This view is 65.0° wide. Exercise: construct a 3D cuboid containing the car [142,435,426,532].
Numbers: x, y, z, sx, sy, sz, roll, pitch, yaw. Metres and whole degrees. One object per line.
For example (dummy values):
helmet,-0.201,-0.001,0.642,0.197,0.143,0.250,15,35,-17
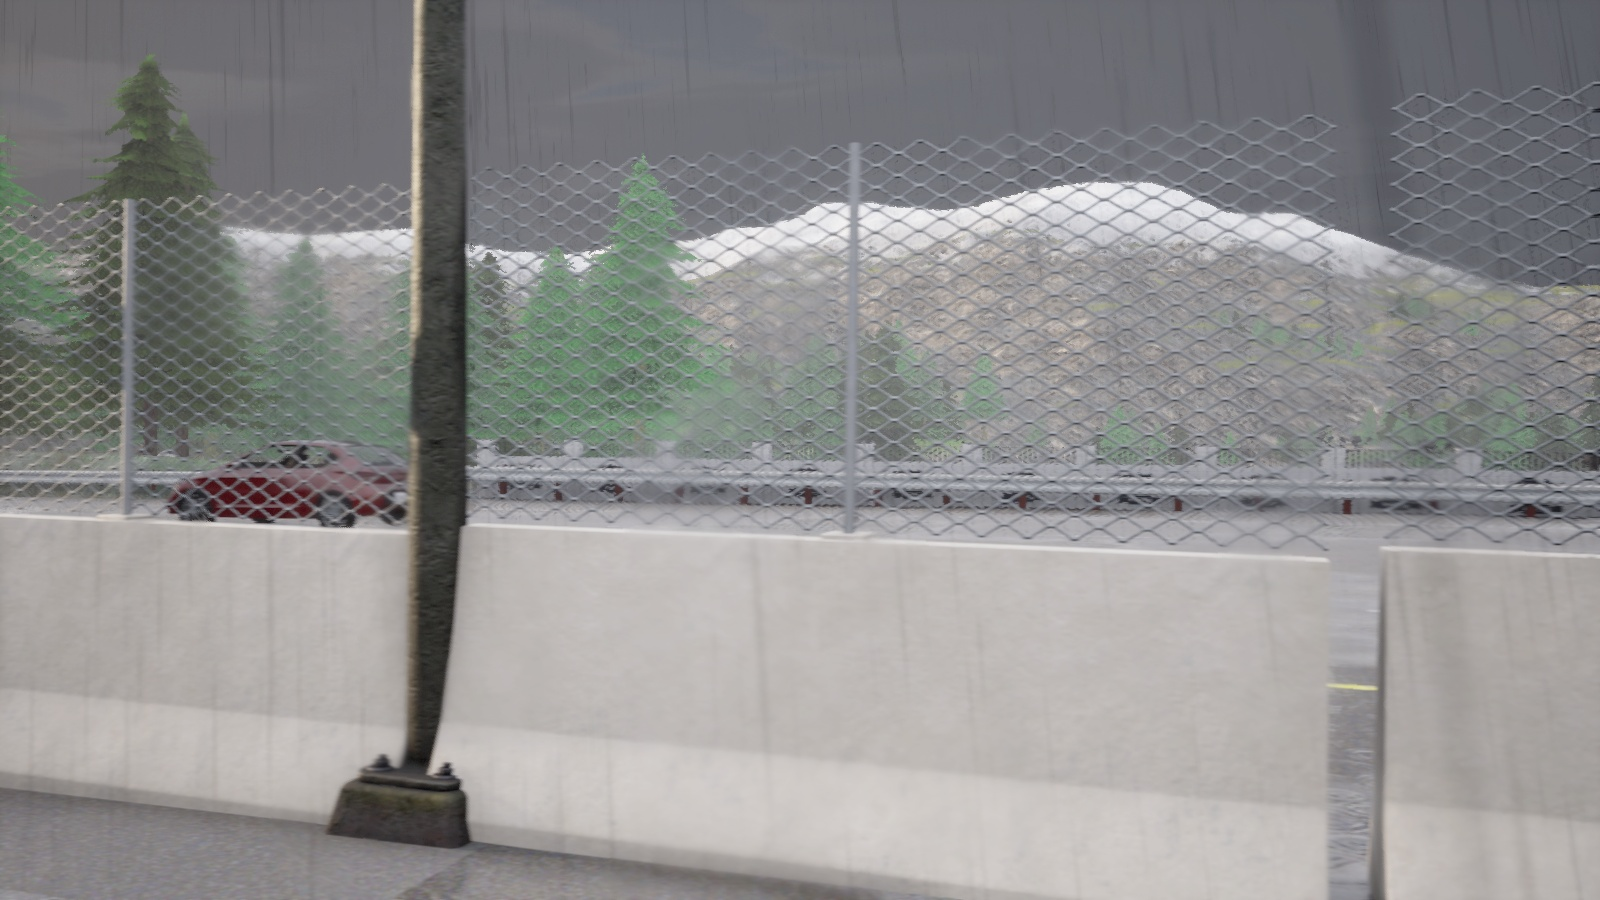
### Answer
car,-8.543,0.497,20.838,4.193,1.474,1.816,0,1,19
